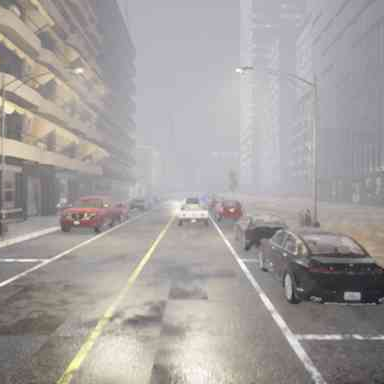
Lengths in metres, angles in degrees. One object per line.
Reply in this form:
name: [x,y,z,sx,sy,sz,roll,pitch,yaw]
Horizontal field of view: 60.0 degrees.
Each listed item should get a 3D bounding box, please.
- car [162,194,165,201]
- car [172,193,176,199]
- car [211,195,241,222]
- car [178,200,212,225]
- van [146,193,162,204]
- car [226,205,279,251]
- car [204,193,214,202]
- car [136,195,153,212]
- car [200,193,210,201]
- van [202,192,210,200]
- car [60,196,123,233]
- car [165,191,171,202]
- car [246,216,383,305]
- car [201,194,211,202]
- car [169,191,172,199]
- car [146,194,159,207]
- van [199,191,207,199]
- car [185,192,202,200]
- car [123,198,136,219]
car: [-5.695,1.159,52.150,1.752,1.417,4.829,1,0,0]
car: [-5.701,0.757,80.166,2.192,1.841,5.009,1,0,0]
car: [2.695,1.266,24.472,1.967,1.590,4.097,1,0,0]
car: [0.092,1.440,22.488,1.895,1.301,4.718,0,0,0]
van: [-5.690,1.012,46.749,1.690,1.788,3.998,1,0,0]
car: [2.698,1.456,13.334,2.008,1.369,4.403,1,0,0]
car: [2.692,1.188,35.612,1.967,1.590,4.097,1,0,0]
car: [-5.690,1.314,35.611,1.947,1.339,4.313,1,0,0]
car: [2.680,1.042,69.199,1.752,1.417,4.829,1,0,0]
van: [2.688,0.974,52.320,1.690,1.788,3.998,1,0,0]
car: [-5.681,1.180,18.900,2.192,1.841,5.009,1,0,0]
car: [-5.699,1.106,63.458,2.008,1.369,4.403,1,0,0]
car: [2.699,1.495,7.766,2.008,1.369,4.403,1,0,0]
car: [2.681,1.138,63.460,1.802,1.307,4.206,1,0,0]
car: [-5.700,1.044,68.858,1.752,1.417,4.829,1,0,0]
car: [-5.692,1.260,41.180,2.008,1.369,4.403,1,0,0]
van: [2.679,0.783,80.168,1.690,1.788,3.998,1,0,0]
car: [0.086,1.154,45.963,1.882,1.535,5.008,0,1,0]
car: [-5.687,1.370,24.471,1.887,1.381,4.507,1,0,0]
